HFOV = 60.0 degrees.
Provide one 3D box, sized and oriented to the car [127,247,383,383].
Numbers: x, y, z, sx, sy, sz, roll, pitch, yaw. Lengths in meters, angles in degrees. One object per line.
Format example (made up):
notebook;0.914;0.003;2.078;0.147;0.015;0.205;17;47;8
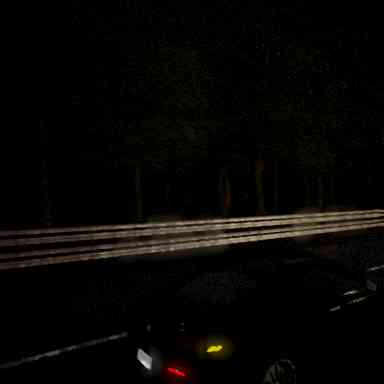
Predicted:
car;1.387;1.540;4.746;4.674;1.442;1.812;0;0;-36
